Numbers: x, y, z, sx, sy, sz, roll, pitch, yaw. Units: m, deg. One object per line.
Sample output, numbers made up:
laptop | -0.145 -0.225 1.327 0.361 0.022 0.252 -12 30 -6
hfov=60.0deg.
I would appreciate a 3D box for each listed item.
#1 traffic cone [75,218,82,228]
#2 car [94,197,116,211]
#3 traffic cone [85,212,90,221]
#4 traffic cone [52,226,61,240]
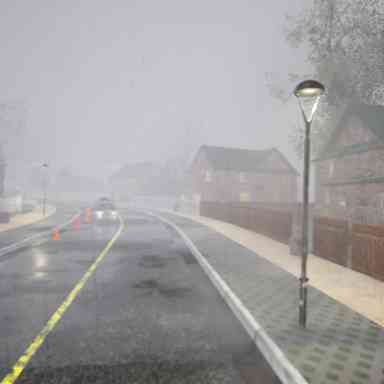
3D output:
traffic cone | -6.695 1.812 19.618 0.340 0.580 0.340 2 0 -10
car | -9.896 1.298 37.567 1.837 1.490 4.892 2 0 -24
traffic cone | -7.666 1.791 24.359 0.340 0.580 0.340 2 0 -13
traffic cone | -6.009 1.823 14.773 0.340 0.580 0.340 2 0 -7
